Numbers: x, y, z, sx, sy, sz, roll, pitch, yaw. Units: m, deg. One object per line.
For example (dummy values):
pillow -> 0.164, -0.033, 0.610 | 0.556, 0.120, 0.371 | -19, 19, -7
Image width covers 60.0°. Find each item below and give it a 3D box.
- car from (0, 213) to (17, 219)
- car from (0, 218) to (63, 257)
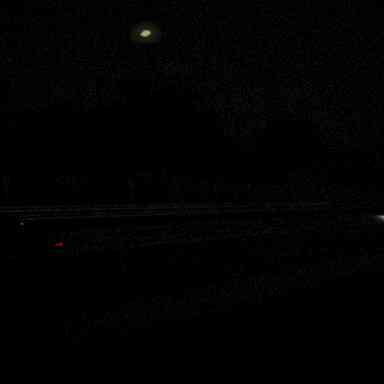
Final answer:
car -> -9.735, 1.526, 14.245 | 4.674, 1.442, 1.812 | 0, 0, -35
car -> -5.562, 1.565, 8.624 | 4.181, 1.385, 1.994 | 0, 0, -35
